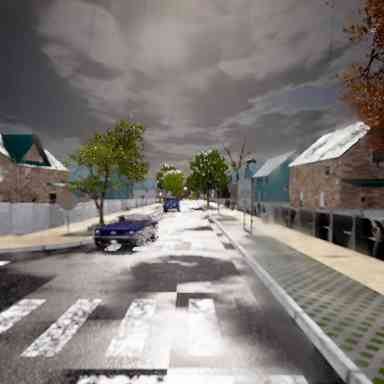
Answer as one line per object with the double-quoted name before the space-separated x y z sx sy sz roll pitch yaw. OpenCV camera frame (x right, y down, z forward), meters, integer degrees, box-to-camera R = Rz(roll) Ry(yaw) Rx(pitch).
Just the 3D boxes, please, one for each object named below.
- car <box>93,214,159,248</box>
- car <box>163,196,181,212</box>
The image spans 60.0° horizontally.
"car" -2.914 1.733 15.657 1.895 1.301 4.718 0 -1 7
"car" -2.755 1.642 46.029 2.150 2.045 5.566 0 0 0
